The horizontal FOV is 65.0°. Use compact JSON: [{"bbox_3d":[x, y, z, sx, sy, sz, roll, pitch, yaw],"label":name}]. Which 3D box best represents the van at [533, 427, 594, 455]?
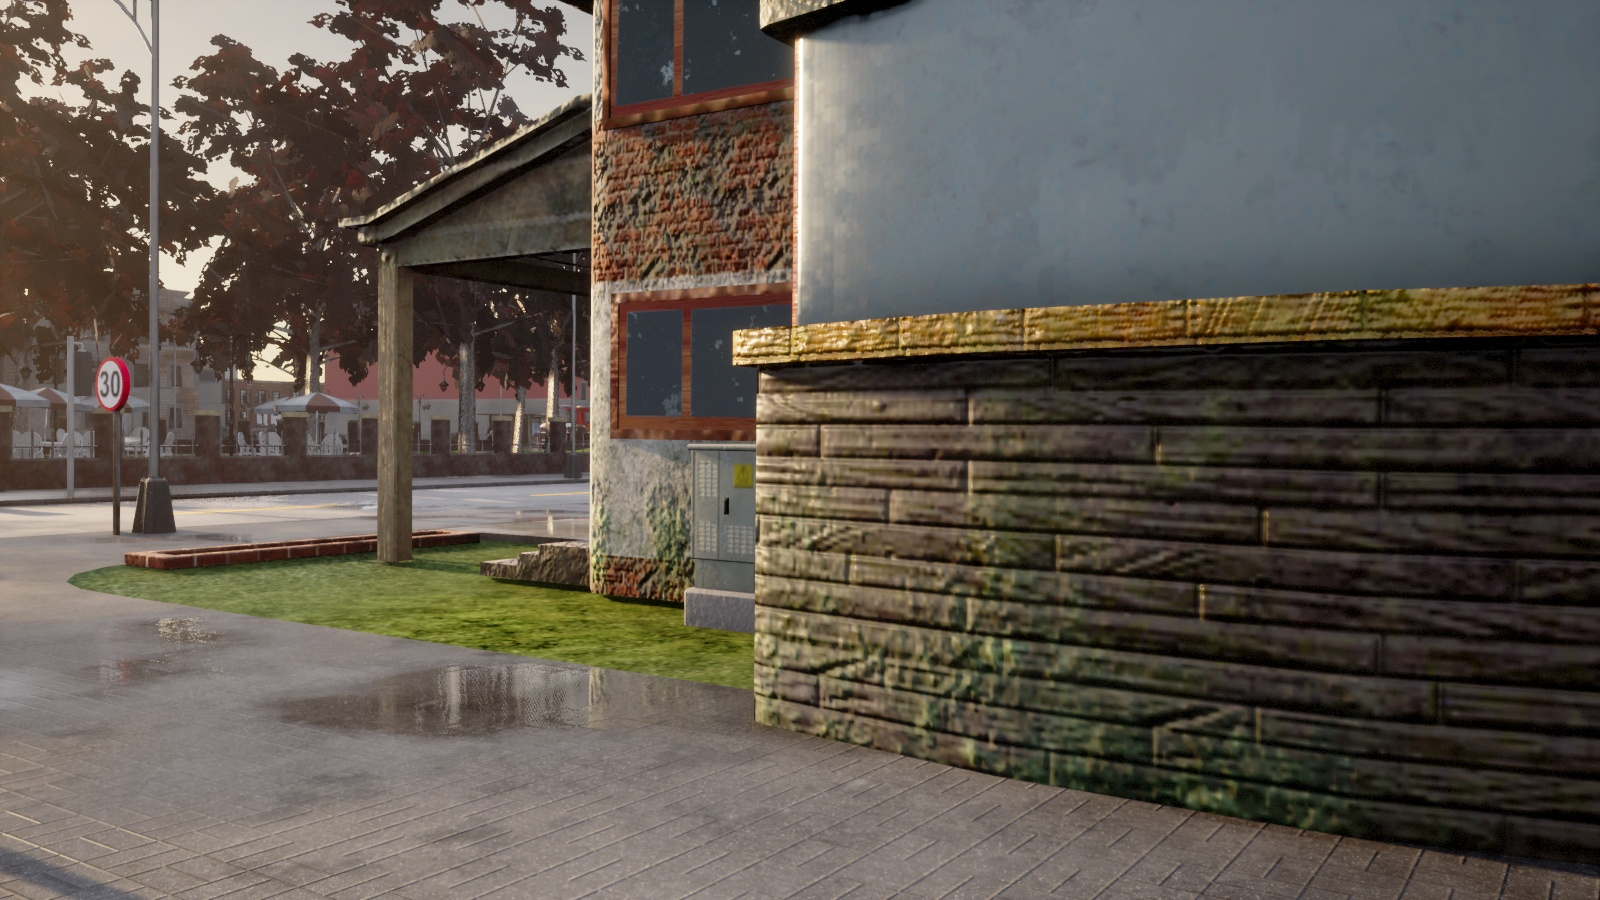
[{"bbox_3d":[-18.045,-0.693,96.037,2.069,2.038,4.480,0,1,34],"label":"van"}]
